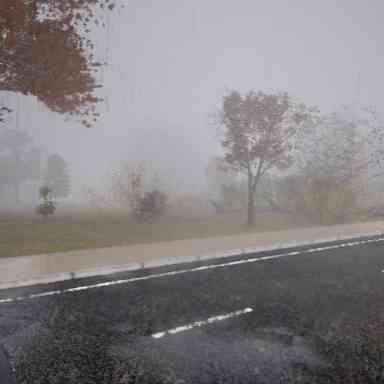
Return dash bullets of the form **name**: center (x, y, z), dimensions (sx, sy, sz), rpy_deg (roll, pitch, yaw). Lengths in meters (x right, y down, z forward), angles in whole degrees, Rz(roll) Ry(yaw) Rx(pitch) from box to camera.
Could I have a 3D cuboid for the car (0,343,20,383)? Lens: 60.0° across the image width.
- **car**: center (-3.058, 1.556, 1.497), dimensions (4.181, 1.385, 1.994), rpy_deg (0, 0, -36)
